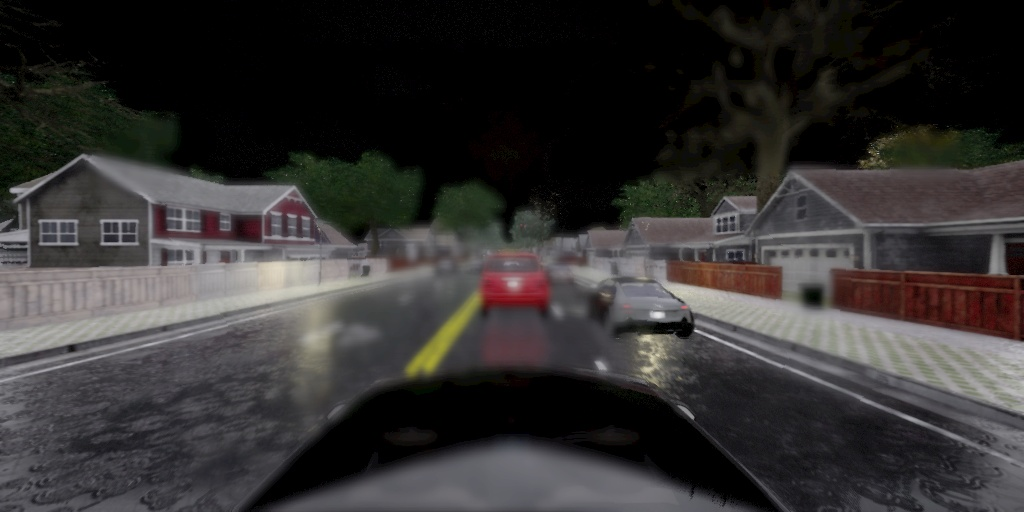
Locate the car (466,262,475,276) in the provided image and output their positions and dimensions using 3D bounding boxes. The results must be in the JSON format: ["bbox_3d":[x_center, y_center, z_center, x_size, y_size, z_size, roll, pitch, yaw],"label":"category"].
[{"bbox_3d":[-3.320,1.254,35.750,1.994,1.385,4.181,0,0,0],"label":"car"}]

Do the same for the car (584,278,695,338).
[{"bbox_3d":[3.320,1.299,10.132,1.994,1.385,4.181,0,0,0],"label":"car"}]

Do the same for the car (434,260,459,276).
[{"bbox_3d":[-6.568,1.195,36.402,1.837,1.490,4.892,0,0,0],"label":"car"}]

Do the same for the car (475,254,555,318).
[{"bbox_3d":[0.089,0.949,13.093,2.150,2.045,5.566,0,0,0],"label":"car"}]

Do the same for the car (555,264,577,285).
[{"bbox_3d":[3.331,1.256,25.382,2.033,1.411,5.357,0,0,0],"label":"car"}]
